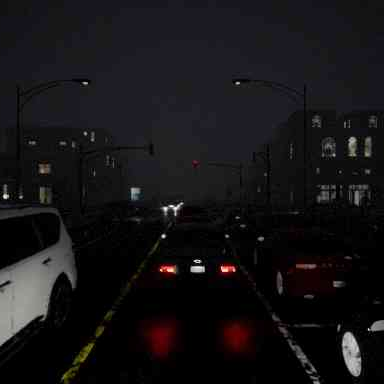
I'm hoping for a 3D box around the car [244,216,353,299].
[{"bbox_3d":[2.688,1.546,8.293,1.887,1.381,4.507,0,0,0],"label":"car"}]

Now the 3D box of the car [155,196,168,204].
[{"bbox_3d":[-5.727,1.559,63.118,2.008,1.369,4.403,0,0,0],"label":"car"}]

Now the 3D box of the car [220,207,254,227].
[{"bbox_3d":[2.681,1.553,19.677,2.008,1.369,4.403,0,0,0],"label":"car"}]

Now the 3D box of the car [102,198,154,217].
[{"bbox_3d":[-6.490,1.477,32.076,5.008,1.535,1.882,0,-1,32],"label":"car"}]

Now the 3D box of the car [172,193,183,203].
[{"bbox_3d":[-3.046,1.236,72.122,2.150,2.045,5.566,0,0,0],"label":"car"}]

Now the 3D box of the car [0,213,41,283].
[{"bbox_3d":[-5.691,1.441,8.305,1.967,1.590,4.097,0,0,0],"label":"car"}]

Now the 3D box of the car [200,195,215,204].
[{"bbox_3d":[2.661,1.572,52.067,1.947,1.339,4.313,0,0,0],"label":"car"}]

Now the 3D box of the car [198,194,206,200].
[{"bbox_3d":[2.637,1.458,90.720,1.967,1.590,4.097,0,0,0],"label":"car"}]

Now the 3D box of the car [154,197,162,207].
[{"bbox_3d":[-5.720,1.588,52.075,1.802,1.307,4.206,0,0,0],"label":"car"}]

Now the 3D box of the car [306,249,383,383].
[{"bbox_3d":[2.692,1.551,2.601,2.008,1.369,4.403,0,0,0],"label":"car"}]

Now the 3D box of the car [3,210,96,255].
[{"bbox_3d":[-5.696,1.552,13.997,2.008,1.369,4.403,0,0,0],"label":"car"}]

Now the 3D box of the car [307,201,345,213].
[{"bbox_3d":[14.787,1.653,37.261,4.181,1.385,1.994,0,0,1],"label":"car"}]

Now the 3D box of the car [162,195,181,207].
[{"bbox_3d":[-3.141,1.532,51.114,1.812,1.442,4.674,0,0,1],"label":"car"}]

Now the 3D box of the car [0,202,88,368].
[{"bbox_3d":[-3.104,1.222,3.745,2.150,2.045,5.566,0,0,0],"label":"car"}]

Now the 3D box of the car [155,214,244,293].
[{"bbox_3d":[0.098,1.548,8.976,2.033,1.411,5.357,0,0,0],"label":"car"}]

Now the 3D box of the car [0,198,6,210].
[{"bbox_3d":[-25.477,1.447,40.451,4.829,1.417,1.752,0,-1,1],"label":"car"}]

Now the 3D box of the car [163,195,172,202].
[{"bbox_3d":[-5.737,1.539,79.515,1.752,1.417,4.829,0,0,0],"label":"car"}]

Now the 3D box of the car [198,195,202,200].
[{"bbox_3d":[2.654,1.590,63.109,1.802,1.307,4.206,0,0,0],"label":"car"}]

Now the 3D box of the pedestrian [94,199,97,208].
[{"bbox_3d":[-12.579,1.415,43.203,0.375,1.300,0.375,0,-1,1],"label":"pedestrian"}]

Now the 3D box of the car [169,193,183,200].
[{"bbox_3d":[-3.105,1.500,61.466,2.128,1.511,4.902,0,0,0],"label":"car"}]

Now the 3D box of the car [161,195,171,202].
[{"bbox_3d":[-5.733,1.452,74.162,1.967,1.590,4.097,0,0,0],"label":"car"}]

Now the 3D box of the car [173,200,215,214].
[{"bbox_3d":[0.087,1.480,19.441,1.882,1.535,5.008,0,0,0],"label":"car"}]
